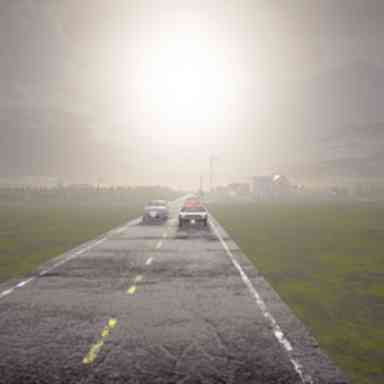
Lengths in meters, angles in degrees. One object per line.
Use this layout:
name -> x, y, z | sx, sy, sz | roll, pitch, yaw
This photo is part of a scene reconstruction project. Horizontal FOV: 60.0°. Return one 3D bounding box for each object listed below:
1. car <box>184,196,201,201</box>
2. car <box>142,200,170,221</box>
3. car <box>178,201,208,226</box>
car -> 0.083, 1.300, 40.981 | 2.097, 1.767, 4.553 | 0, 0, 0
car -> -2.858, 1.451, 26.978 | 2.128, 1.511, 4.902 | 0, 0, 0
car -> 0.076, 1.565, 23.089 | 1.895, 1.301, 4.718 | 0, 0, 0
